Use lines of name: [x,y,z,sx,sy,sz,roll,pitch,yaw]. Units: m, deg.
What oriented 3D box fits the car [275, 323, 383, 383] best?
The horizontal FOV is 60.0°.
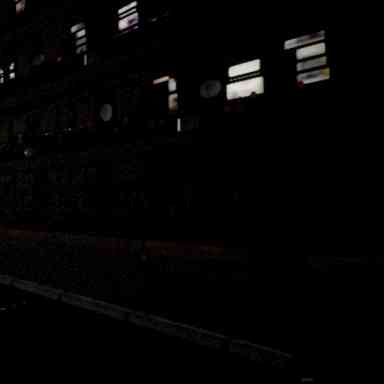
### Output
car: [2.654,1.298,0.999,5.009,1.841,2.192,-1,-1,36]
